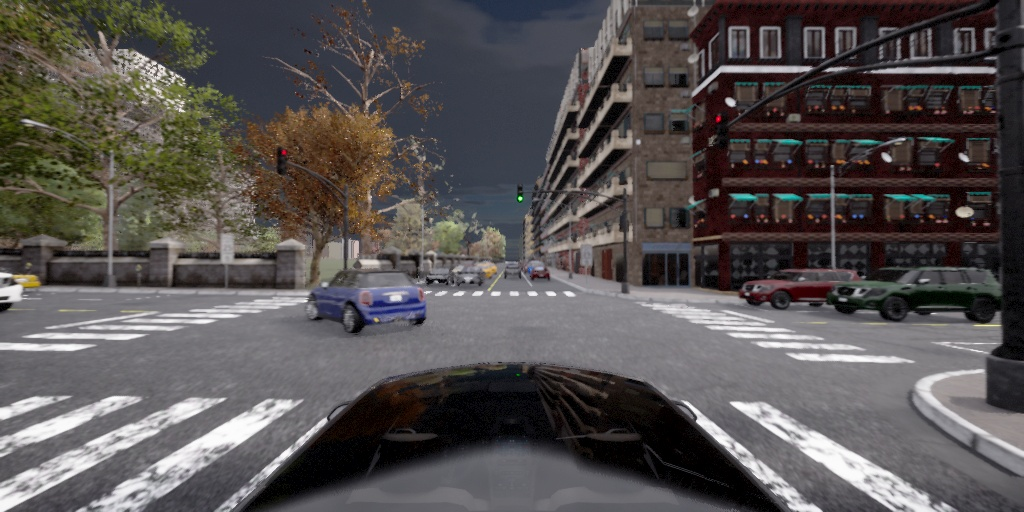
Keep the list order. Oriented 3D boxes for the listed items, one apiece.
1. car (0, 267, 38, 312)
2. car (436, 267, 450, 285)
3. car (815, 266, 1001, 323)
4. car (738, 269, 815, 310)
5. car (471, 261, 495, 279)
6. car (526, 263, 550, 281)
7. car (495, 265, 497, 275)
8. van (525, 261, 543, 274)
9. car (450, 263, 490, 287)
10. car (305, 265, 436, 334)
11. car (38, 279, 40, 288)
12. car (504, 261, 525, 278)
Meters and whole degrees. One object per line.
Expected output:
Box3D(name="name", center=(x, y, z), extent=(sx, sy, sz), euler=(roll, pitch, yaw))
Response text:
Box3D(name="car", center=(-18.353, 0.754, 10.650), extent=(5.566, 2.045, 2.150), euler=(1, -1, 1))
Box3D(name="car", center=(-5.694, 1.597, 29.042), extent=(1.948, 1.339, 4.313), euler=(0, 0, 0))
Box3D(name="car", center=(15.759, 1.414, 14.153), extent=(5.566, 2.045, 2.150), euler=(1, -1, -1))
Box3D(name="car", center=(13.447, 1.500, 16.702), extent=(5.009, 1.841, 2.192), euler=(0, 0, -1))
Box3D(name="car", center=(-3.090, 1.604, 37.902), extent=(1.882, 1.535, 5.008), euler=(0, -1, 0))
Box3D(name="car", center=(2.685, 1.637, 34.673), extent=(1.888, 1.381, 4.507), euler=(0, 0, 0))
Box3D(name="car", center=(-3.068, 1.729, 49.201), extent=(1.882, 1.535, 5.008), euler=(0, -1, 0))
Box3D(name="van", center=(2.685, 1.493, 40.304), extent=(1.690, 1.789, 3.998), euler=(0, 0, 0))
Box3D(name="car", center=(-3.096, 1.509, 27.730), extent=(2.128, 1.511, 4.902), euler=(0, -1, 0))
Box3D(name="car", center=(-4.599, 1.169, 11.048), extent=(4.553, 1.767, 2.097), euler=(-1, -2, 45))
Box3D(name="car", center=(-24.745, 1.025, 16.339), extent=(4.829, 1.417, 1.751), euler=(0, 0, -1))
Box3D(name="car", center=(0.091, 1.645, 40.387), extent=(2.128, 1.511, 4.902), euler=(0, -1, 0))
